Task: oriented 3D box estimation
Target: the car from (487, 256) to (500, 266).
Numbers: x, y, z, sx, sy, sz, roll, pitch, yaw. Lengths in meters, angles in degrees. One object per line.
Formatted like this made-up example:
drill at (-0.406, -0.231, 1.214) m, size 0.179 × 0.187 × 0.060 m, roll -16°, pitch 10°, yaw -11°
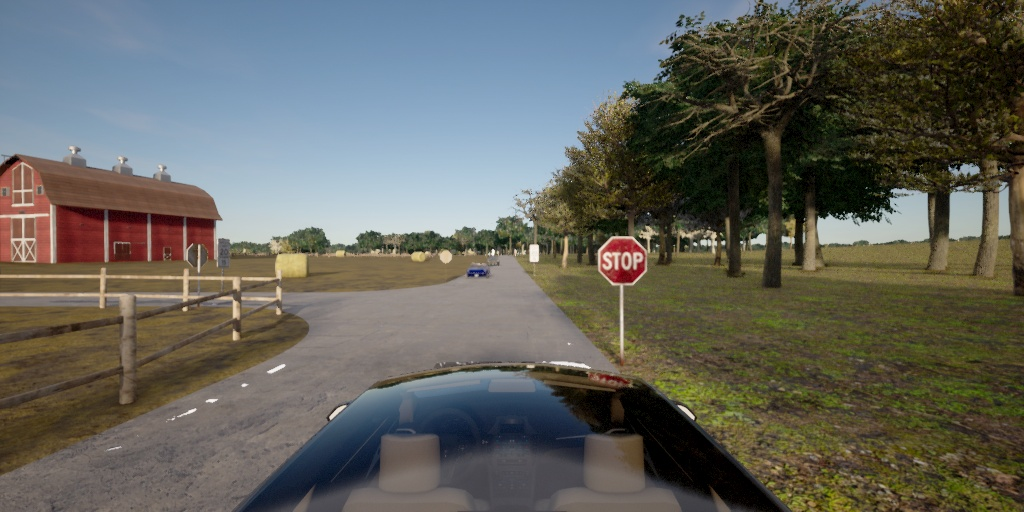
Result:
car at (-3.150, 0.766, 60.752) m, size 2.097 × 1.767 × 4.553 m, roll 0°, pitch 1°, yaw 0°

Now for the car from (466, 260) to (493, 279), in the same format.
car at (-2.955, 1.312, 32.051) m, size 1.895 × 1.301 × 4.718 m, roll 0°, pitch 0°, yaw 0°
